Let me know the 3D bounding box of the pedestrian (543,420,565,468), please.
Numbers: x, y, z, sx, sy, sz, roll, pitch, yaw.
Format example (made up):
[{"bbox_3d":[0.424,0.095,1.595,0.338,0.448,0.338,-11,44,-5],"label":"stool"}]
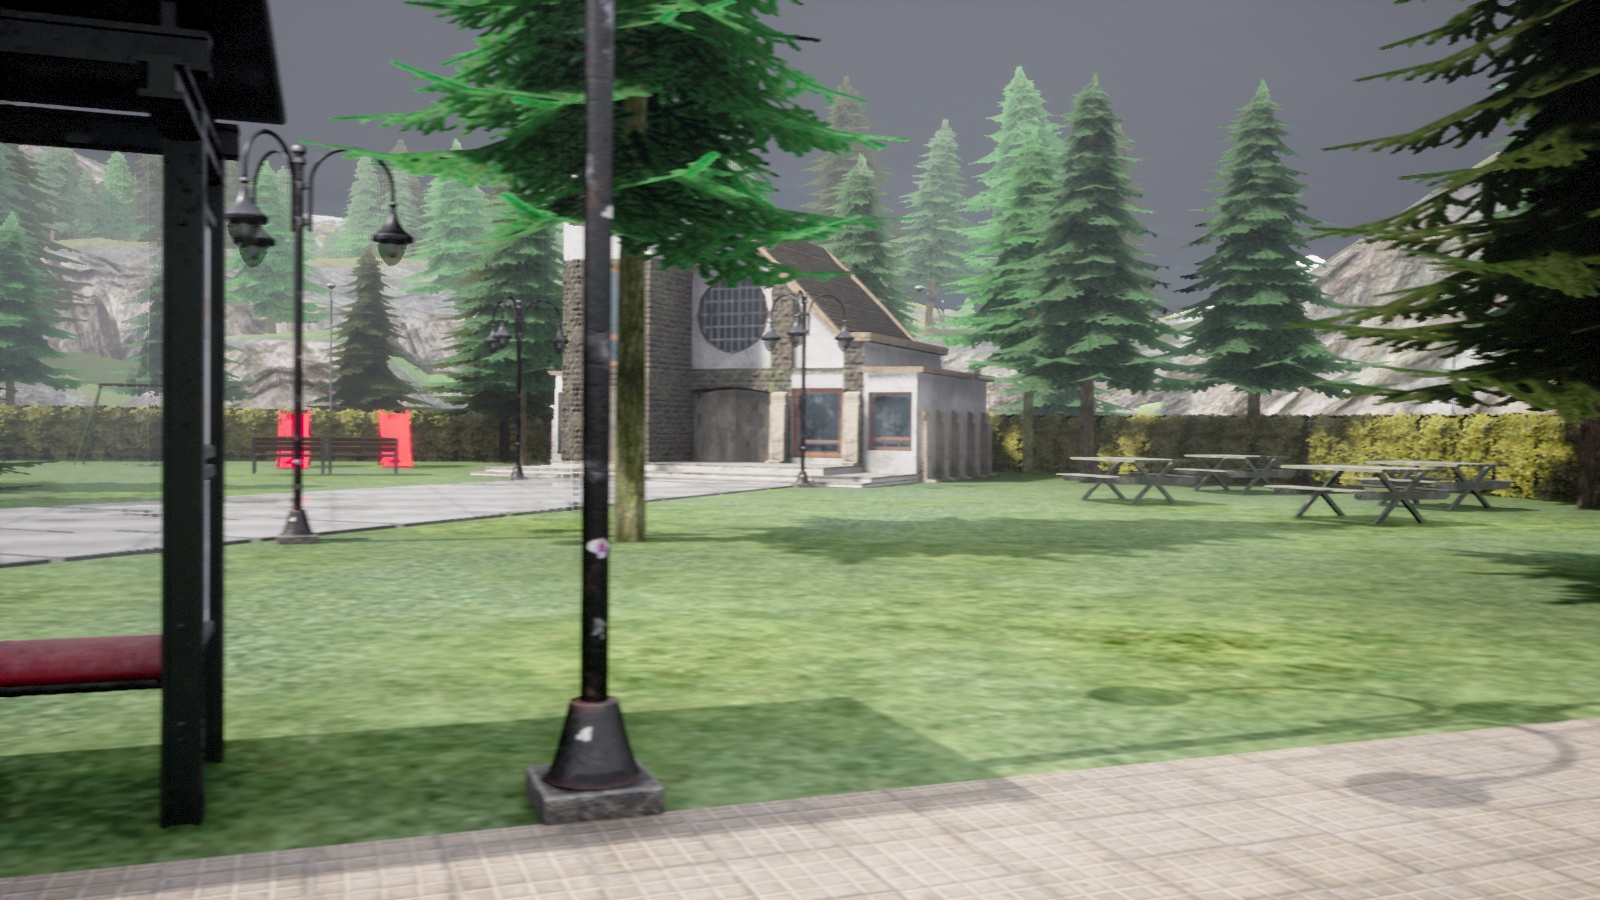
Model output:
[{"bbox_3d":[-9.410,-0.227,48.072,0.726,1.835,0.370,0,1,26],"label":"pedestrian"}]
